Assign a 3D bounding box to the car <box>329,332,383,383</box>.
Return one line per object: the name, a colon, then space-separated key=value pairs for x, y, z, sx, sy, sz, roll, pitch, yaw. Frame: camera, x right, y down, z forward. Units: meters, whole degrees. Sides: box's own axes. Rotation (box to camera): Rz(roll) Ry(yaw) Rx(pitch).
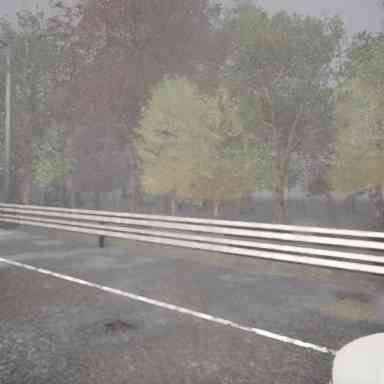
car: x=3.194 y=1.554 z=1.705 sx=4.674 sy=1.442 sz=1.812 roll=1 pitch=1 yaw=36
